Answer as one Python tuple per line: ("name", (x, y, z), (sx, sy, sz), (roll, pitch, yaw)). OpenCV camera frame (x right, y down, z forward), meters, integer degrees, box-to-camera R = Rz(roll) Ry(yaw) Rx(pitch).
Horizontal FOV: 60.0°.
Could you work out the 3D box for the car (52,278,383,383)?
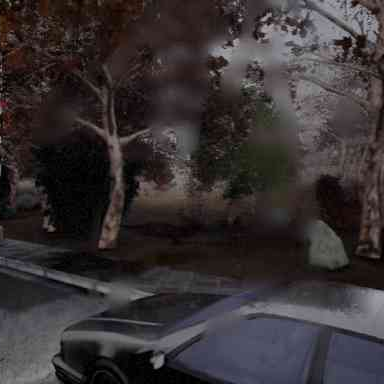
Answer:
("car", (1.097, 1.543, 2.779), (5.357, 1.411, 2.033), (0, 0, 35))
